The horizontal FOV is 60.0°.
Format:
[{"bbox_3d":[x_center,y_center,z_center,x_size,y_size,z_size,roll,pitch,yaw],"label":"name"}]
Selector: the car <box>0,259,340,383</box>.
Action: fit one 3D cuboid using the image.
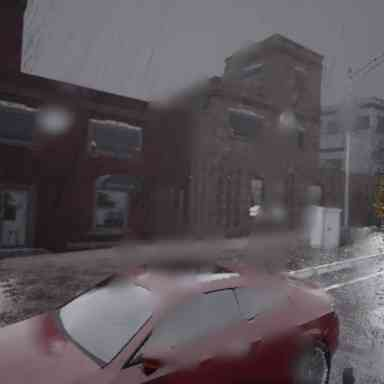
[{"bbox_3d":[-0.305,1.532,3.468,4.674,1.442,1.812,0,0,-35],"label":"car"}]
